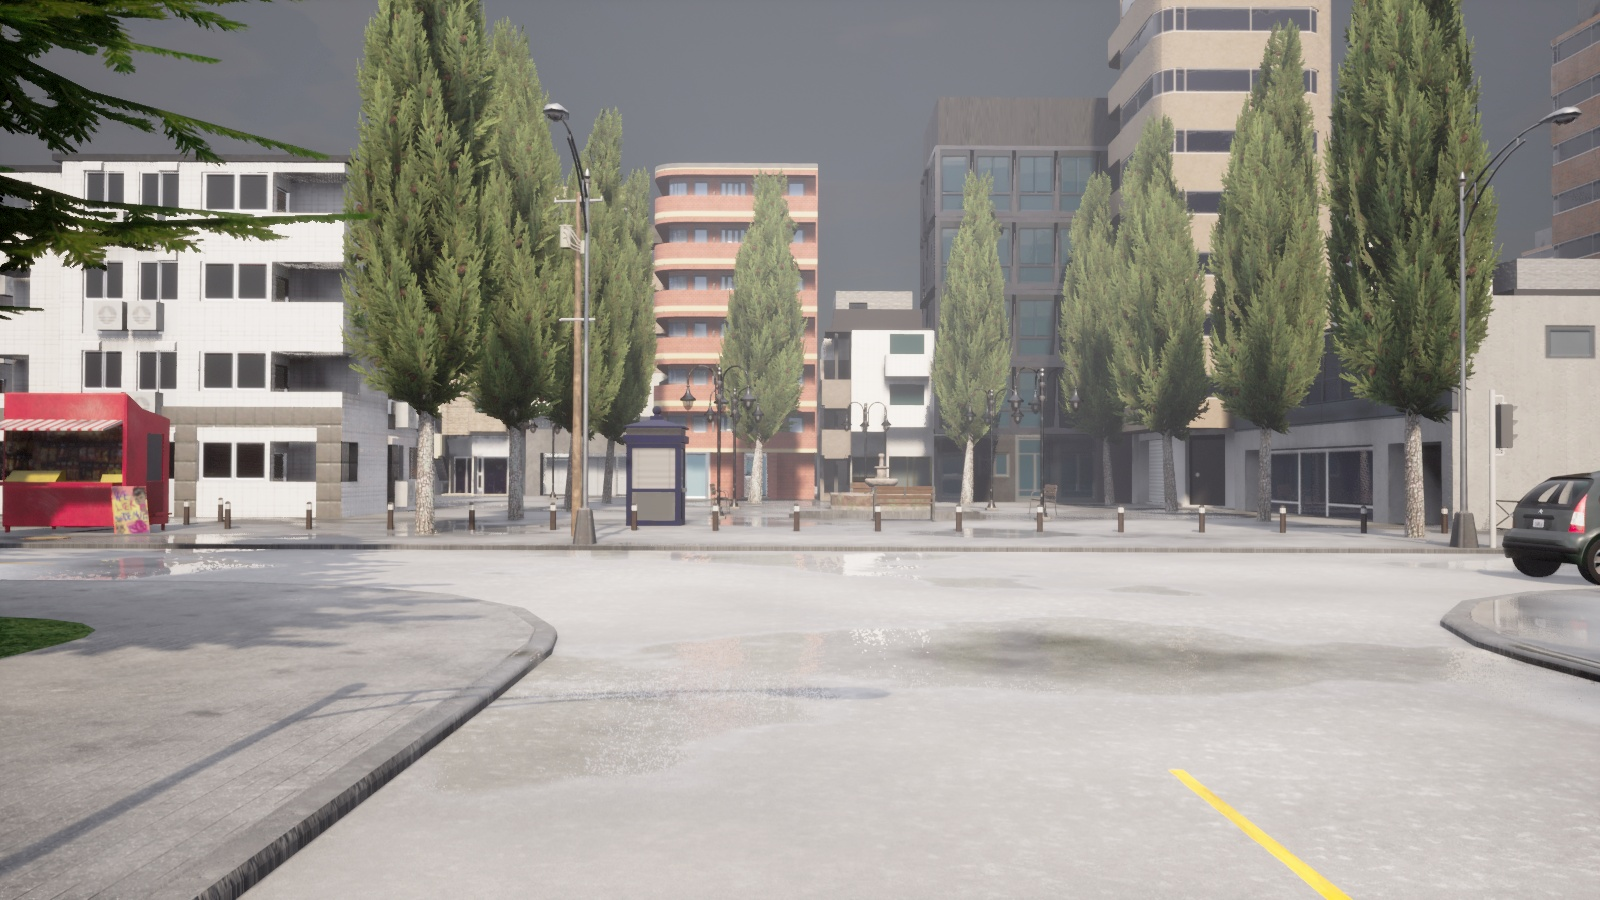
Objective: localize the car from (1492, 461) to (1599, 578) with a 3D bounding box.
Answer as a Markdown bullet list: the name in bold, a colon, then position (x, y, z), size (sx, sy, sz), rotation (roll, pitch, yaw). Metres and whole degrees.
- **car**: position (12.655, 0.971, 18.445), size (3.988, 1.617, 1.851), rotation (0, -1, -4)
